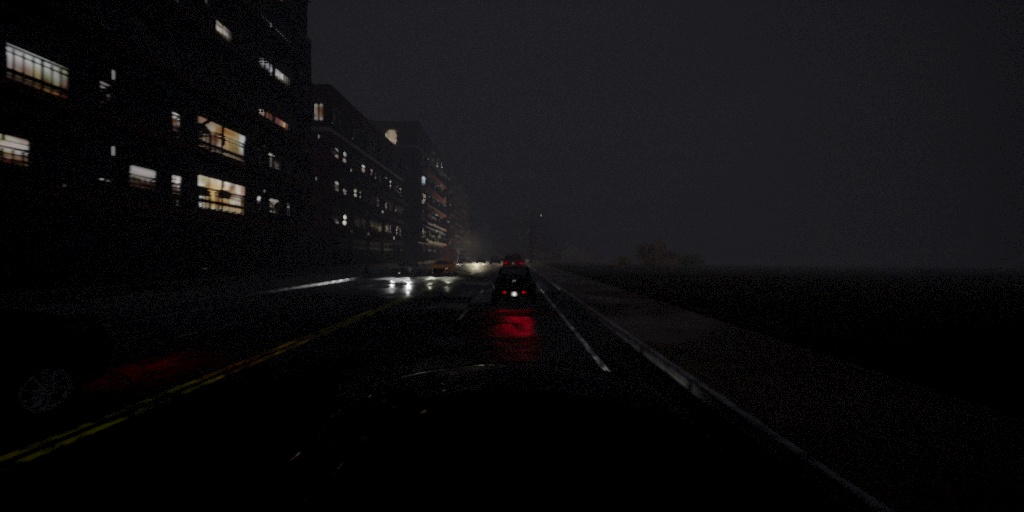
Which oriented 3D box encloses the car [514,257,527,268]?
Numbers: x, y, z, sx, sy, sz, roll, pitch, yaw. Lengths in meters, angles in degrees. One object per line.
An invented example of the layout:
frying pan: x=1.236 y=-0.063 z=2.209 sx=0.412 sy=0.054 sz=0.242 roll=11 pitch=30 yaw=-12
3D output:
car: x=1.147 y=0.929 z=52.844 sx=1.801 sy=1.575 sz=5.366 roll=0 pitch=0 yaw=0

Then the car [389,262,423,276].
car: x=-9.835 y=1.182 z=33.536 sx=1.895 sy=1.301 sz=4.718 roll=0 pitch=0 yaw=0

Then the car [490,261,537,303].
car: x=0.092 y=1.180 z=16.222 sx=1.837 sy=1.490 sz=4.892 roll=0 pitch=1 yaw=0

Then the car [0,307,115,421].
car: x=-6.577 y=1.249 z=2.988 sx=1.837 sy=1.490 sz=4.892 roll=0 pitch=0 yaw=0

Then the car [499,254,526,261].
car: x=0.107 y=0.783 z=37.346 sx=2.150 sy=2.045 sz=5.566 roll=0 pitch=1 yaw=0

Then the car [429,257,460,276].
car: x=-6.582 y=1.054 z=34.439 sx=1.882 sy=1.535 sz=5.008 roll=0 pitch=0 yaw=0
